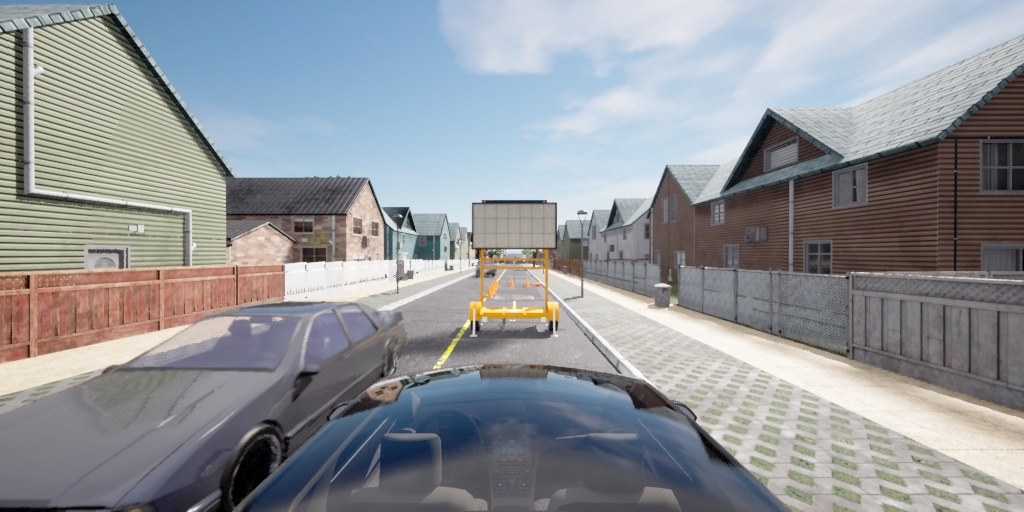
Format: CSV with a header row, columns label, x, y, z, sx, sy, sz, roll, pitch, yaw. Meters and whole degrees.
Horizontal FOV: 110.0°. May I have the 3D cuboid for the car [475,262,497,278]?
label,x,y,z,sx,sy,sz,roll,pitch,yaw
car,-2.516,1.295,35.109,2.128,1.511,4.902,0,0,0

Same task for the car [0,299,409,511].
label,x,y,z,sx,sy,sz,roll,pitch,yaw
car,-2.826,1.297,4.402,2.033,1.411,5.357,0,0,0

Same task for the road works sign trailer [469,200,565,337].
label,x,y,z,sx,sy,sz,roll,pitch,yaw
road works sign trailer,0.069,0.214,10.264,2.380,3.560,2.880,0,0,1
